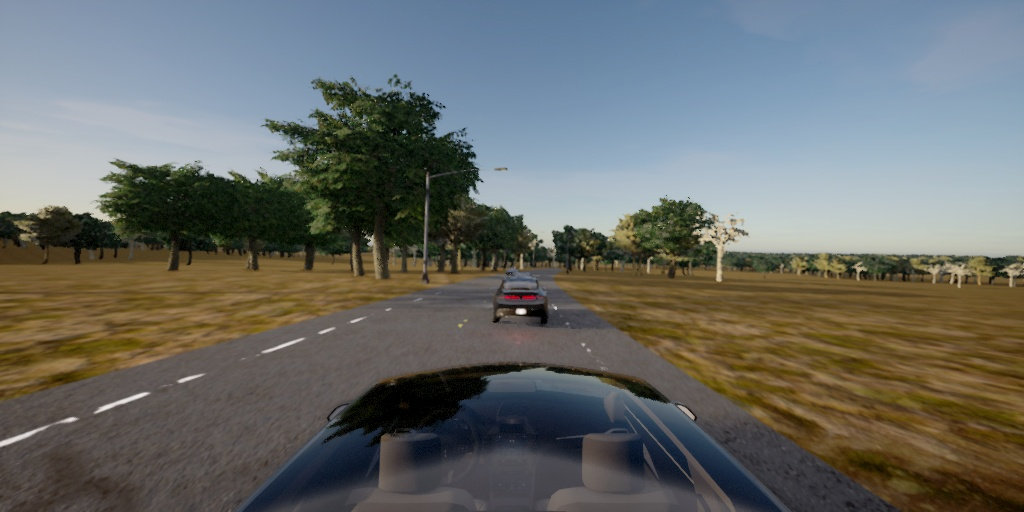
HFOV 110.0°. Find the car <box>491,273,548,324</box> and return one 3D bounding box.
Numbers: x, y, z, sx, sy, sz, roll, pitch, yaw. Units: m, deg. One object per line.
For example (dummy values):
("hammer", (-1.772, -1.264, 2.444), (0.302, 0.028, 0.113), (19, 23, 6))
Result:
("car", (0.267, 1.538, 13.503), (1.837, 1.490, 4.892), (0, -2, 0))

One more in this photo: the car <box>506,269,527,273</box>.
("car", (0.763, 1.922, 26.830), (2.033, 1.411, 5.357), (1, -1, 4))
